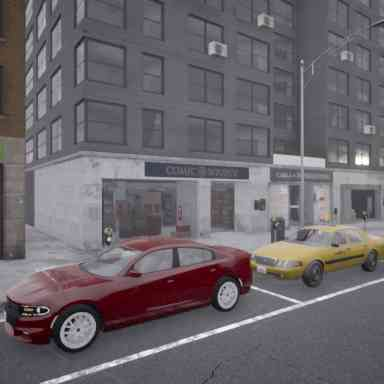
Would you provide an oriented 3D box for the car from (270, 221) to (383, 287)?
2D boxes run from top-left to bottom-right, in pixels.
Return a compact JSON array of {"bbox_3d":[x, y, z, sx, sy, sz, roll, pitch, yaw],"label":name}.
[{"bbox_3d":[3.626,1.525,9.302,4.829,1.417,1.752,0,0,-35],"label":"car"}]

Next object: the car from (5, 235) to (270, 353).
[{"bbox_3d":[-0.867,1.545,6.132,4.507,1.381,1.887,0,0,-35],"label":"car"}]
